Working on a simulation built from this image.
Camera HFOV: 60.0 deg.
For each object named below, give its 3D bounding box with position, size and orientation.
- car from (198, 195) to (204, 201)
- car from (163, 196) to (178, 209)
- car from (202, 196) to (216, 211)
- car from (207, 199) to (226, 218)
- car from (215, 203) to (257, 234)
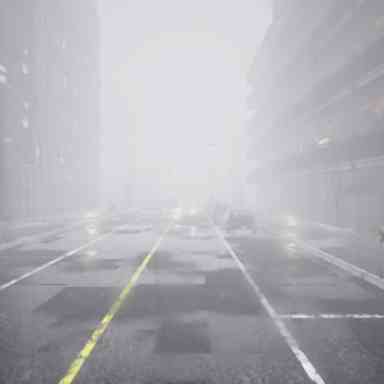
[{"bbox_3d":[2.652,1.626,91.409,1.967,1.590,4.097,-1,0,0],"label":"car"},{"bbox_3d":[-3.015,1.634,47.234,2.033,1.411,5.357,0,0,0],"label":"car"},{"bbox_3d":[2.666,1.516,42.124,1.967,1.590,4.097,-1,0,0],"label":"car"},{"bbox_3d":[2.670,1.598,30.754,1.887,1.381,4.507,-1,0,0],"label":"car"},{"bbox_3d":[2.673,1.583,19.384,2.008,1.369,4.403,-1,0,0],"label":"car"}]
